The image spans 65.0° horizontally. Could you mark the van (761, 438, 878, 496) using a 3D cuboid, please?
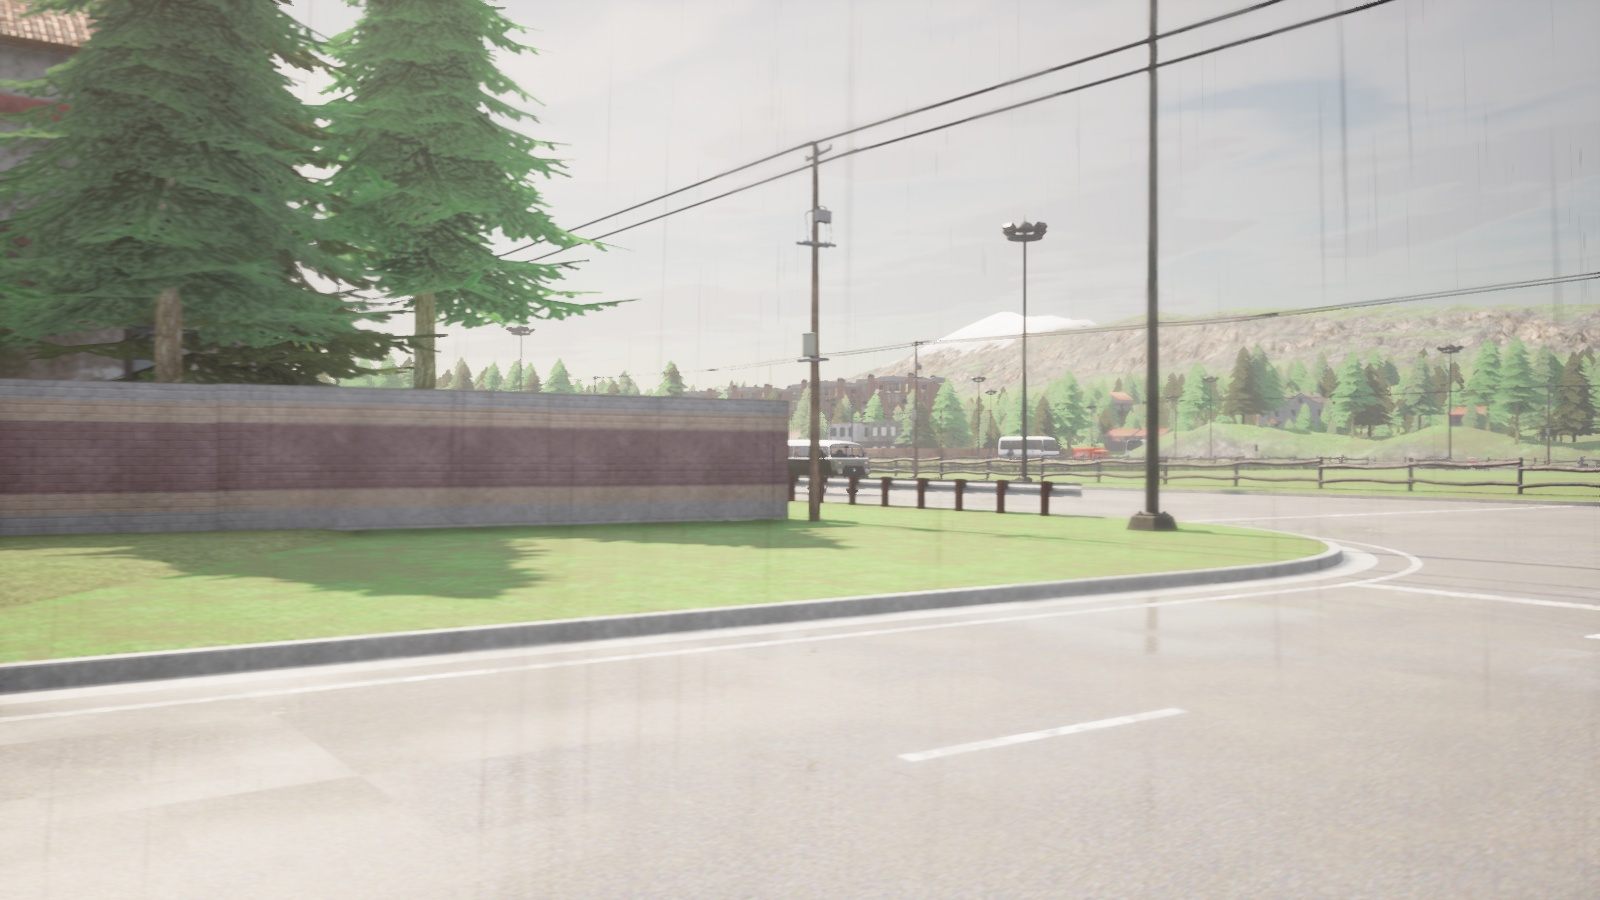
[{"bbox_3d":[0.667,0.621,46.668,2.069,2.038,4.480,0,0,-35],"label":"van"}]
